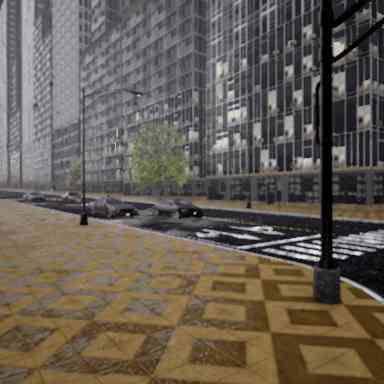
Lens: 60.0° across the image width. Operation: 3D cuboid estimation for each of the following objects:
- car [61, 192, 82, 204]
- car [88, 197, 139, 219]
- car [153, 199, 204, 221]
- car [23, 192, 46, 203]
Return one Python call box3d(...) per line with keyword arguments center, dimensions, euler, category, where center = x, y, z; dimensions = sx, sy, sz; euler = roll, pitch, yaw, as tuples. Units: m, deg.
box3d(center=(-14.899, 0.739, 41.516), dimensions=(1.812, 1.442, 4.674), euler=(0, 1, -38), category="car")
box3d(center=(-6.013, 1.111, 24.815), dimensions=(2.033, 1.411, 5.357), euler=(0, 1, -38), category="car")
box3d(center=(-1.029, 1.188, 23.731), dimensions=(1.994, 1.385, 4.181), euler=(0, 1, -38), category="car")
box3d(center=(-20.932, 0.667, 44.048), dimensions=(2.033, 1.411, 5.357), euler=(0, 1, -38), category="car")
